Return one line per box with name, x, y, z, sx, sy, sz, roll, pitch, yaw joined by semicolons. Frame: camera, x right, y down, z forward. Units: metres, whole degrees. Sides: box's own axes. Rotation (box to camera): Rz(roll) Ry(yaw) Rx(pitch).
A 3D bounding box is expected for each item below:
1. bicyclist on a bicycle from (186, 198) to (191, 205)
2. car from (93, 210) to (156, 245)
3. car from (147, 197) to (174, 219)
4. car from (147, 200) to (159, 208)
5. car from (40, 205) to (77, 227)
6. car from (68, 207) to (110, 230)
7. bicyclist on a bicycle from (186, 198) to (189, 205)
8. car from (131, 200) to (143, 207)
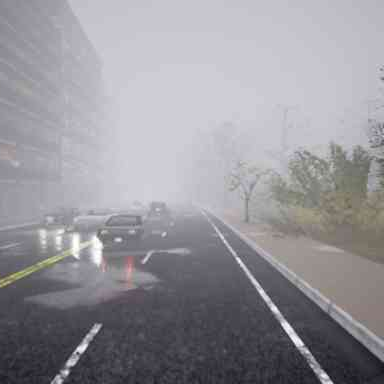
bicyclist on a bicycle;-0.447;2.119;70.066;0.659;1.776;1.843;0;0;-4
car;-3.152;1.778;16.486;1.895;1.301;4.718;0;-1;0
car;-3.202;1.711;33.194;2.097;1.767;4.553;0;-1;0
car;-7.548;2.254;64.220;1.994;1.385;4.181;0;-1;-2
car;-9.862;1.768;25.549;2.128;1.511;4.902;0;-1;0
car;-6.605;1.850;23.086;1.895;1.301;4.718;0;-1;0
bicyclist on a bicycle;-1.068;2.295;79.124;0.582;1.620;1.656;0;-1;-4
car;-10.881;2.271;66.095;1.994;1.385;4.181;0;-1;-3
